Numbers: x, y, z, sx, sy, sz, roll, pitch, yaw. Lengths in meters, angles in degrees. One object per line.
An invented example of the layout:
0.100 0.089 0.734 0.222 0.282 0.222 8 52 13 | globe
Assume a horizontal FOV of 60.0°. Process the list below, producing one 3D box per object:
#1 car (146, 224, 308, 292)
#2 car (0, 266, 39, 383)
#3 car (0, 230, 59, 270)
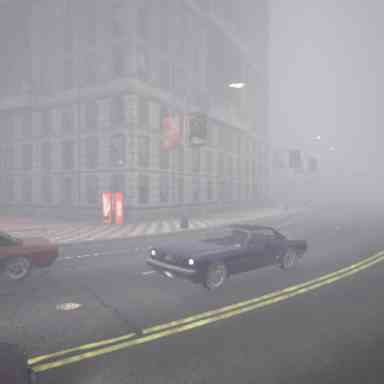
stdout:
1.141 1.588 9.132 4.718 1.301 1.895 0 0 -41 | car
-3.568 1.551 1.448 5.357 1.411 2.033 0 0 -29 | car
-5.957 1.600 8.280 4.718 1.301 1.895 0 0 -32 | car
